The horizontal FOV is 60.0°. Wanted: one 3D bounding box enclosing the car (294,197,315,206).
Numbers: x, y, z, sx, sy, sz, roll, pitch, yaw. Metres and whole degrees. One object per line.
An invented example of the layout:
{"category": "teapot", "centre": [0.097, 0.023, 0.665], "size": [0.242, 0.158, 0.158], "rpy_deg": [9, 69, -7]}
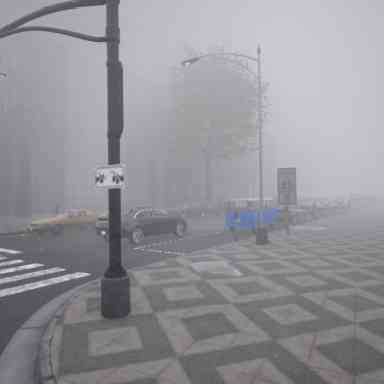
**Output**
{"category": "car", "centre": [18.056, 1.492, 53.316], "size": [1.947, 1.339, 4.313], "rpy_deg": [-1, 0, 36]}

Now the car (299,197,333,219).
{"category": "car", "centre": [9.729, 1.385, 27.163], "size": [1.887, 1.381, 4.507], "rpy_deg": [-1, 0, 36]}

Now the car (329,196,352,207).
{"category": "car", "centre": [21.819, 1.375, 48.686], "size": [2.033, 1.411, 5.357], "rpy_deg": [-1, -1, 36]}

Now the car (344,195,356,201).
{"category": "car", "centre": [39.548, 1.401, 83.169], "size": [2.008, 1.369, 4.403], "rpy_deg": [-1, -1, 36]}

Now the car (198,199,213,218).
{"category": "car", "centre": [-0.486, 1.552, 27.563], "size": [1.887, 1.381, 4.507], "rpy_deg": [-1, 0, 36]}

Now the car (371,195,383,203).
{"category": "car", "centre": [35.033, 1.304, 62.308], "size": [1.947, 1.339, 4.313], "rpy_deg": [-1, -1, 36]}

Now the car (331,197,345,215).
{"category": "car", "centre": [12.893, 1.408, 31.557], "size": [1.802, 1.307, 4.206], "rpy_deg": [-1, 0, 36]}

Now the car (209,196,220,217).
{"category": "car", "centre": [2.601, 1.307, 31.857], "size": [2.192, 1.841, 5.009], "rpy_deg": [-1, 0, 36]}

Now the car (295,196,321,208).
{"category": "car", "centre": [15.977, 1.386, 45.707], "size": [2.128, 1.511, 4.902], "rpy_deg": [-1, -1, 36]}

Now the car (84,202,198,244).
{"category": "car", "centre": [-2.156, 1.429, 15.387], "size": [2.128, 1.511, 4.902], "rpy_deg": [-1, -1, 36]}

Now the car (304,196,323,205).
{"category": "car", "centre": [21.047, 1.440, 57.472], "size": [1.752, 1.417, 4.829], "rpy_deg": [-1, -1, 36]}

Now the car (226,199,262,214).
{"category": "car", "centre": [5.695, 1.529, 36.148], "size": [2.008, 1.369, 4.403], "rpy_deg": [-1, 0, 36]}

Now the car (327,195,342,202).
{"category": "car", "centre": [30.004, 1.432, 69.914], "size": [2.008, 1.369, 4.403], "rpy_deg": [-1, -1, 36]}

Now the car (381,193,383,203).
{"category": "car", "centre": [31.968, 1.274, 58.053], "size": [1.752, 1.417, 4.829], "rpy_deg": [-1, -1, 36]}

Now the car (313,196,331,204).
{"category": "car", "centre": [24.237, 1.453, 61.902], "size": [2.008, 1.369, 4.403], "rpy_deg": [-1, -1, 36]}

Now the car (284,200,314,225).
{"category": "car", "centre": [6.567, 1.422, 22.770], "size": [1.947, 1.339, 4.313], "rpy_deg": [-1, 0, 36]}

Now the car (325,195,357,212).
{"category": "car", "centre": [16.055, 1.363, 35.950], "size": [2.008, 1.369, 4.403], "rpy_deg": [-1, 0, 36]}

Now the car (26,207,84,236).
{"category": "car", "centre": [-6.772, 1.564, 18.843], "size": [1.752, 1.417, 4.829], "rpy_deg": [-1, 0, 36]}

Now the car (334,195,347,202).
{"category": "car", "centre": [33.186, 1.415, 74.332], "size": [1.887, 1.381, 4.507], "rpy_deg": [-1, -1, 36]}

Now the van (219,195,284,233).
{"category": "van", "centre": [3.401, 1.212, 18.379], "size": [1.690, 1.788, 3.998], "rpy_deg": [-1, 0, 36]}

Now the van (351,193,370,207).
{"category": "van", "centre": [22.378, 1.127, 44.737], "size": [1.690, 1.788, 3.998], "rpy_deg": [-1, 0, 36]}

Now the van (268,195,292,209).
{"category": "van", "centre": [11.872, 1.292, 44.734], "size": [1.690, 1.788, 3.998], "rpy_deg": [-1, 0, 36]}

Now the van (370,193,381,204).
{"category": "van", "centre": [28.704, 1.102, 53.524], "size": [1.690, 1.788, 3.998], "rpy_deg": [-1, -1, 36]}
